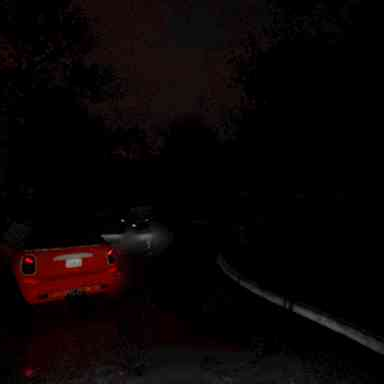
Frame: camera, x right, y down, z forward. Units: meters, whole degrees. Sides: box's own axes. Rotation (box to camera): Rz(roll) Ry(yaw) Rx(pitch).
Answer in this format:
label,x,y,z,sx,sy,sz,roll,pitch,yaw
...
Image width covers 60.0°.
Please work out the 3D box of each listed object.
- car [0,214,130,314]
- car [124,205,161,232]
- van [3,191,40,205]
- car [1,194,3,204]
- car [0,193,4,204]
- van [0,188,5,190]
label,x,y,z,sx,sy,sz,roll,pitch,yaw
car,-3.580,1.377,8.022,2.097,1.767,4.553,1,-1,-39
car,-3.027,1.529,20.393,1.812,1.442,4.674,-1,1,3
van,-25.402,1.278,50.068,4.442,1.987,1.878,1,1,-35
car,-26.871,1.462,52.432,4.792,1.488,2.163,1,1,-35
car,-28.632,1.353,54.588,5.366,1.575,1.946,1,1,-35
van,-41.048,0.556,72.982,4.442,1.987,1.878,1,1,-35
